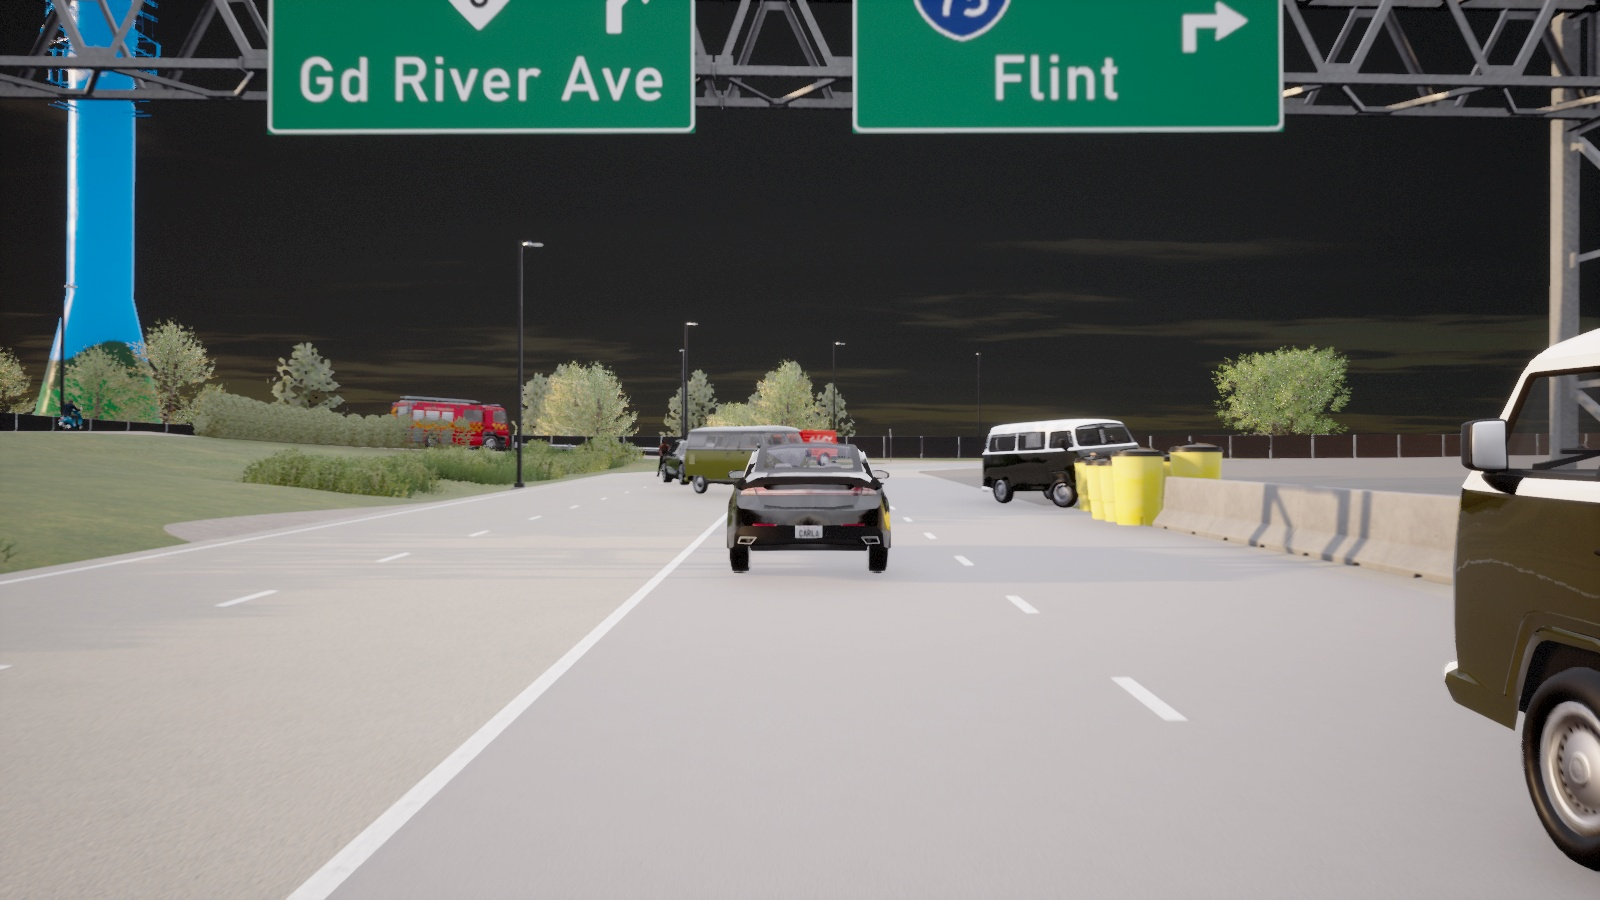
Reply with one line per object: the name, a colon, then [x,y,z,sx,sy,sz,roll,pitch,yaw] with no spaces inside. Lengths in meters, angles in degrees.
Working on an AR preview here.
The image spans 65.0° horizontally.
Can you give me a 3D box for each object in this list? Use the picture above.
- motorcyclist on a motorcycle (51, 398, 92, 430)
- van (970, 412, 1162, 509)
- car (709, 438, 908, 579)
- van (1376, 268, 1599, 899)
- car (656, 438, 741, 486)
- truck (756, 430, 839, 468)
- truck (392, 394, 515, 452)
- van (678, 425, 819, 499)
motorcyclist on a motorcycle: [-36.059,-1.772,62.184,0.866,1.590,1.817,0,1,3]
van: [6.246,0.299,30.031,2.069,2.038,4.480,-4,0,-25]
car: [0.107,0.614,15.892,2.128,1.511,4.902,0,0,0]
van: [3.534,0.456,3.225,2.069,2.038,4.480,0,0,0]
car: [-3.783,0.411,45.870,2.033,1.649,4.856,0,0,-18]
truck: [-0.147,-0.101,83.582,2.627,2.467,5.204,0,1,44]
truck: [-25.535,-1.903,92.901,2.891,3.827,8.468,-1,-2,41]
van: [-1.543,0.297,36.021,1.775,1.987,4.442,0,0,-38]
